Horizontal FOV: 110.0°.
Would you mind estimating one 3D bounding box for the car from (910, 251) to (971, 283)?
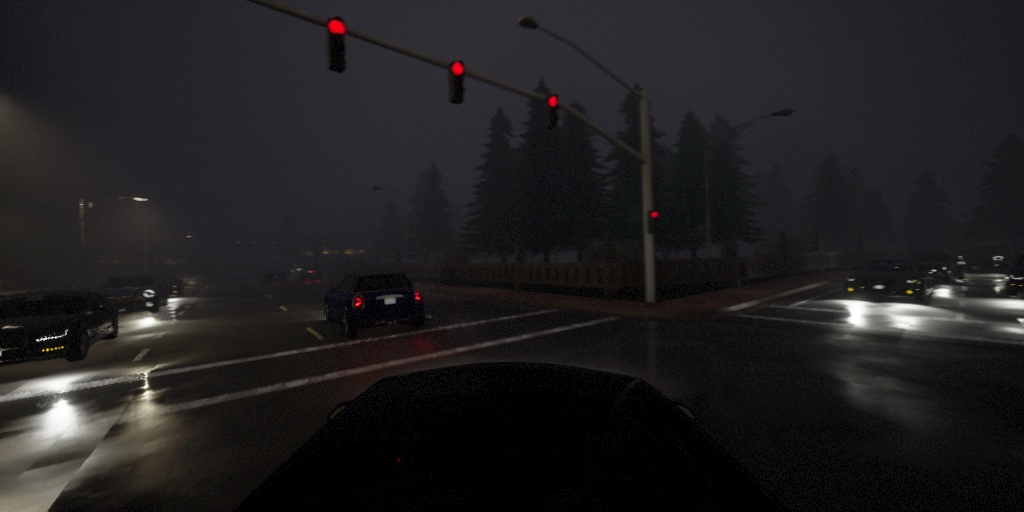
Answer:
[{"bbox_3d":[21.567,0.531,18.489,4.892,1.490,1.837,-2,0,-31],"label":"car"}]

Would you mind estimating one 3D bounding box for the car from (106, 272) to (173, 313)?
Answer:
[{"bbox_3d":[-17.198,1.647,16.216,2.097,1.767,4.553,-2,0,-38],"label":"car"}]

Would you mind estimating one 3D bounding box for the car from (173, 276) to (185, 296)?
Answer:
[{"bbox_3d":[-23.391,2.040,24.068,1.994,1.385,4.181,-2,0,-39],"label":"car"}]

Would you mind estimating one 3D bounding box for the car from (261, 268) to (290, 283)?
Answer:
[{"bbox_3d":[-25.342,1.994,38.136,1.882,1.535,5.008,-2,0,-38],"label":"car"}]

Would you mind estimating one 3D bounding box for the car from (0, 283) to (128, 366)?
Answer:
[{"bbox_3d":[-11.167,1.622,8.591,1.837,1.490,4.892,-2,0,-38],"label":"car"}]

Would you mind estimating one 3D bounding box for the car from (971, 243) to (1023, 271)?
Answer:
[{"bbox_3d":[30.694,0.086,22.831,4.553,1.767,2.097,-2,0,-18],"label":"car"}]

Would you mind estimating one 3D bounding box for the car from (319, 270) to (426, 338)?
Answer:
[{"bbox_3d":[-4.461,1.257,11.268,2.097,1.767,4.553,-2,0,-35],"label":"car"}]

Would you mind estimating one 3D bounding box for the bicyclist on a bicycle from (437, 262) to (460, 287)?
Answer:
[{"bbox_3d":[-4.085,1.176,22.971,1.656,1.620,0.582,-2,0,-38],"label":"bicyclist on a bicycle"}]

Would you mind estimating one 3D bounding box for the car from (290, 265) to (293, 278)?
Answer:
[{"bbox_3d":[-28.880,1.963,48.244,2.097,1.767,4.553,-2,0,-38],"label":"car"}]

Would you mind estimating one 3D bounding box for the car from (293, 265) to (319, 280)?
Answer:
[{"bbox_3d":[-23.201,1.936,41.065,2.128,1.511,4.902,-2,0,-38],"label":"car"}]

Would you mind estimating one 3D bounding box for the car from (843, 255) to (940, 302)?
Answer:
[{"bbox_3d":[14.202,0.827,13.486,4.181,1.385,1.994,-2,0,-36],"label":"car"}]

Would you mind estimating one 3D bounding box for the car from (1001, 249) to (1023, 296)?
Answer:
[{"bbox_3d":[19.328,0.609,12.882,4.892,1.490,1.837,-2,0,-35],"label":"car"}]
